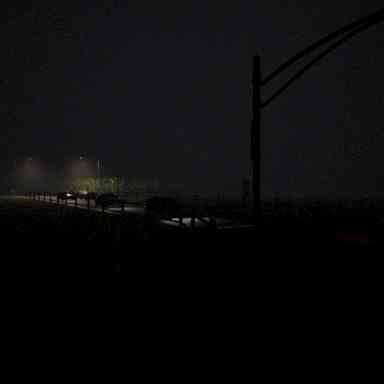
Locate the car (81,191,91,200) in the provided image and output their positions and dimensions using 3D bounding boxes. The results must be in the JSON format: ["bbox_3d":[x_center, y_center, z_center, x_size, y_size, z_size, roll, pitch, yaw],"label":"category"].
[{"bbox_3d":[-16.653,0.603,53.599,2.033,1.411,5.357,0,1,-35],"label":"car"}]

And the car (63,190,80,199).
[{"bbox_3d":[-22.519,0.355,62.029,1.882,1.535,5.008,0,1,-35],"label":"car"}]

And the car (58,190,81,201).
[{"bbox_3d":[-19.202,0.602,50.925,2.033,1.411,5.357,0,1,-34],"label":"car"}]

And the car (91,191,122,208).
[{"bbox_3d":[-9.085,0.897,36.248,1.812,1.442,4.674,0,1,-35],"label":"car"}]

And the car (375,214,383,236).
[{"bbox_3d":[10.540,1.402,13.894,5.008,1.535,1.882,1,2,19],"label":"car"}]

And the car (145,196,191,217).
[{"bbox_3d":[-1.981,1.102,26.023,1.837,1.490,4.892,0,1,-35],"label":"car"}]
